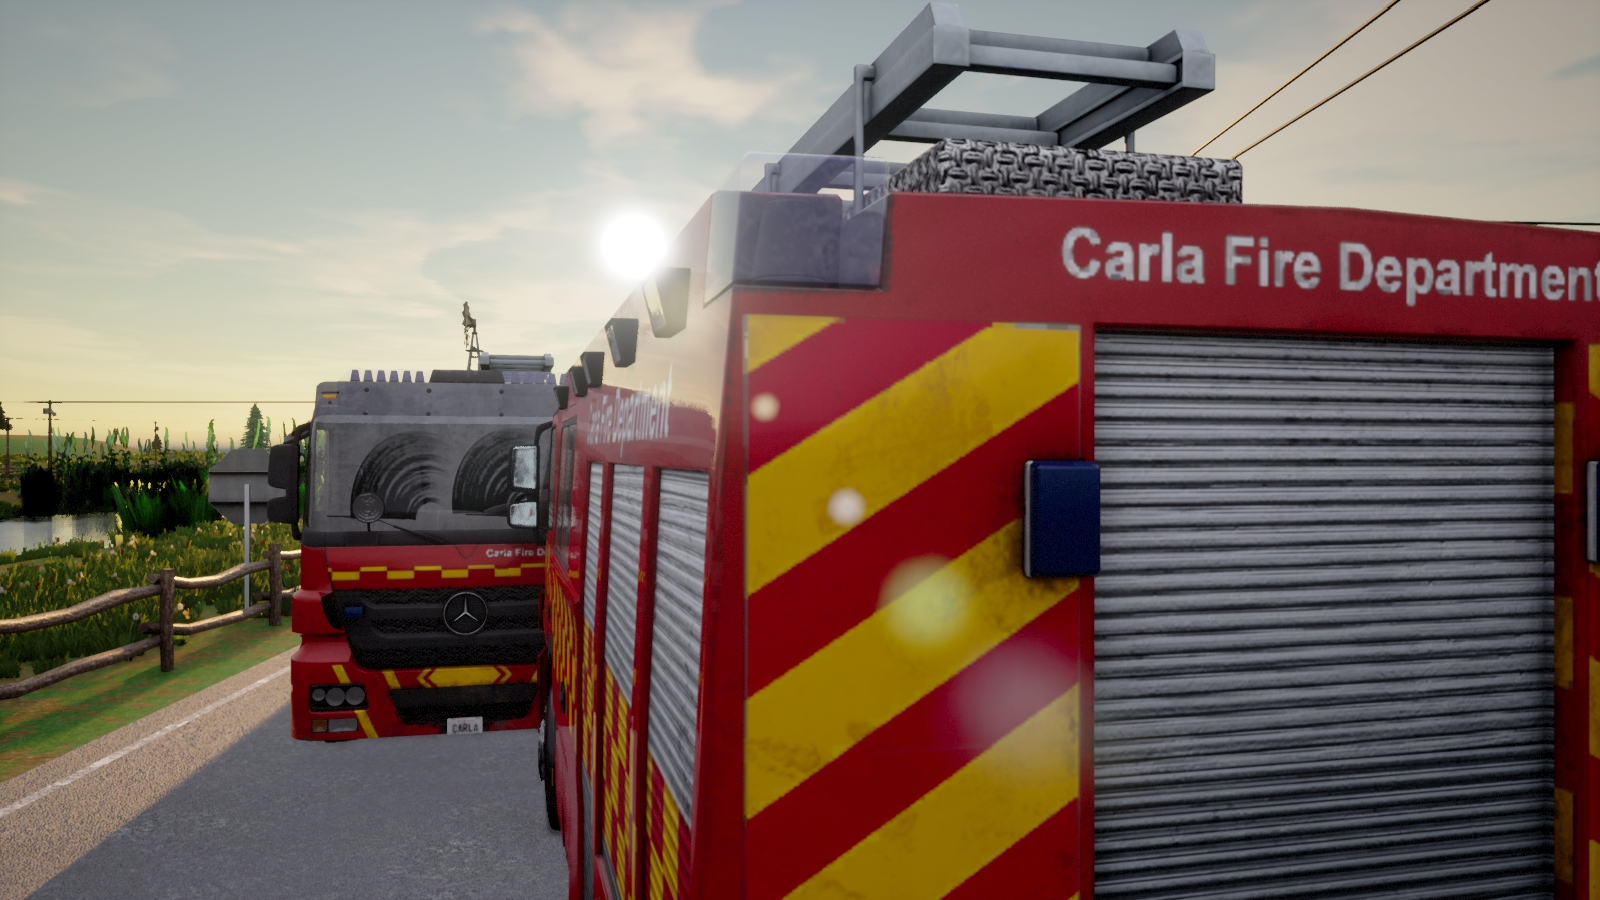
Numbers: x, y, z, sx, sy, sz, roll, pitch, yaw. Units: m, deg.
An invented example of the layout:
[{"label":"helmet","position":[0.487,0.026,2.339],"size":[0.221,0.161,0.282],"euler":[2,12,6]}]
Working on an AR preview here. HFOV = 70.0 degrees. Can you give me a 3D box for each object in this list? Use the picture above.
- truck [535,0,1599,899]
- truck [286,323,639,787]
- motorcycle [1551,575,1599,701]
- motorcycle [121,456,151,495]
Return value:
[{"label":"truck","position":[0.021,0.867,6.871],"size":[2.891,3.827,8.468],"euler":[0,0,-15]},{"label":"truck","position":[-3.910,0.862,13.876],"size":[2.891,3.827,8.468],"euler":[0,0,-15]},{"label":"motorcycle","position":[9.787,2.142,13.127],"size":[1.805,1.316,0.856],"euler":[0,0,-7]},{"label":"motorcycle","position":[-41.331,1.577,71.182],"size":[0.803,2.348,2.033],"euler":[0,0,-4]}]
